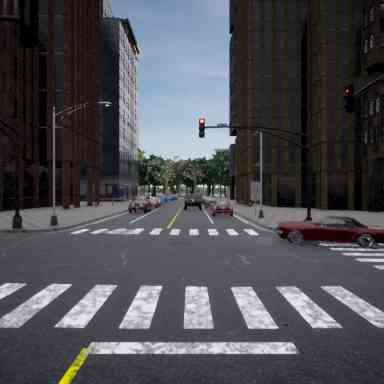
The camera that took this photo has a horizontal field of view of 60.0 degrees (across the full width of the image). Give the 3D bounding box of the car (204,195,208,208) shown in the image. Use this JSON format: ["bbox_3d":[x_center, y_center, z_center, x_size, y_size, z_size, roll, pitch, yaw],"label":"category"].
[{"bbox_3d":[2.777,1.560,47.987,2.008,1.369,4.403,0,0,0],"label":"car"}]

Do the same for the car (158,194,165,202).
[{"bbox_3d":[-5.746,1.537,53.258,1.752,1.417,4.829,0,0,0],"label":"car"}]

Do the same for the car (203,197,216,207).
[{"bbox_3d":[2.779,1.556,53.425,1.887,1.381,4.507,0,0,0],"label":"car"}]

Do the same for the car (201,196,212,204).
[{"bbox_3d":[2.782,1.542,64.470,1.752,1.417,4.829,0,0,0],"label":"car"}]

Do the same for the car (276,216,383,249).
[{"bbox_3d":[6.299,1.746,15.299,4.718,1.301,1.895,1,0,12],"label":"car"}]

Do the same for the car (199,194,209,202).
[{"bbox_3d":[2.787,1.341,80.613,2.192,1.841,5.009,0,0,0],"label":"car"}]

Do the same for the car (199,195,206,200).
[{"bbox_3d":[2.790,1.560,91.658,1.752,1.417,4.829,0,0,0],"label":"car"}]

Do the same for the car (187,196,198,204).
[{"bbox_3d":[0.118,1.564,64.028,2.033,1.411,5.357,0,0,0],"label":"car"}]

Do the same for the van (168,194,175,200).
[{"bbox_3d":[-5.735,1.376,91.491,1.690,1.788,3.998,0,0,0],"label":"van"}]

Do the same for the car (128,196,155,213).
[{"bbox_3d":[-5.752,1.321,37.115,2.192,1.841,5.009,0,0,0],"label":"car"}]

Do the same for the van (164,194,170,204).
[{"bbox_3d":[-5.743,1.358,64.303,1.690,1.788,3.998,0,0,0],"label":"van"}]

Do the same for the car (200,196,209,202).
[{"bbox_3d":[2.786,1.548,75.345,1.752,1.417,4.829,0,0,0],"label":"car"}]

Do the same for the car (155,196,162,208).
[{"bbox_3d":[-5.748,1.591,47.990,1.802,1.307,4.206,0,0,0],"label":"car"}]

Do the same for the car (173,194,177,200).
[{"bbox_3d":[-5.736,1.596,86.053,1.947,1.339,4.313,0,0,0],"label":"car"}]

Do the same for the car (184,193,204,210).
[{"bbox_3d":[0.115,1.226,44.095,2.150,2.045,5.566,0,0,0],"label":"car"}]

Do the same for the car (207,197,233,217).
[{"bbox_3d":[2.772,1.444,31.675,1.967,1.590,4.097,0,0,0],"label":"car"}]

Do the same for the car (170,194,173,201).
[{"bbox_3d":[-5.741,1.570,69.740,2.008,1.369,4.403,0,0,0],"label":"car"}]
